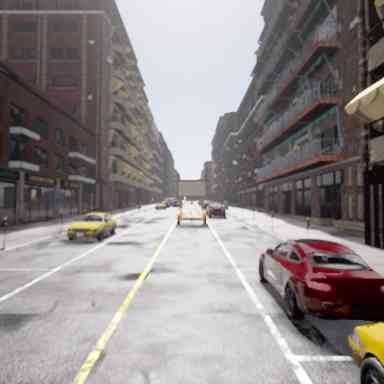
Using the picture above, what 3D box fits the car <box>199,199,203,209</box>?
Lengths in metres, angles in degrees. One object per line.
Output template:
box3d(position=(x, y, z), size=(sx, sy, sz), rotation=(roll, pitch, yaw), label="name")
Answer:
box3d(position=(2.572, 2.252, 56.955), size=(1.887, 1.381, 4.507), rotation=(1, -1, 0), label="car")

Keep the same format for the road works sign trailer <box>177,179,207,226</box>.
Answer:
box3d(position=(-0.016, 0.771, 26.519), size=(2.380, 3.560, 2.880), rotation=(0, -1, 0), label="road works sign trailer")

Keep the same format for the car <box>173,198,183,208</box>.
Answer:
box3d(position=(-2.789, 2.317, 64.686), size=(1.837, 1.490, 4.892), rotation=(0, -1, 1), label="car")

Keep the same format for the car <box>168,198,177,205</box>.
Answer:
box3d(position=(-5.311, 2.509, 90.199), size=(2.192, 1.841, 5.009), rotation=(1, -1, 0), label="car")

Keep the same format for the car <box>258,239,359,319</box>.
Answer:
box3d(position=(2.583, 1.663, 7.187), size=(1.802, 1.307, 4.206), rotation=(1, -1, 0), label="car")

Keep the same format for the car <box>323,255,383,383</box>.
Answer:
box3d(position=(2.585, 1.547, 1.828), size=(1.752, 1.417, 4.829), rotation=(2, -1, 0), label="car")

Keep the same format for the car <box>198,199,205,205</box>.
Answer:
box3d(position=(2.574, 2.633, 90.139), size=(1.967, 1.590, 4.097), rotation=(1, -1, 0), label="car")

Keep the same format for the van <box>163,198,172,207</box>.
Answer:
box3d(position=(-5.307, 2.282, 73.608), size=(1.690, 1.788, 3.998), rotation=(2, -1, 0), label="van")

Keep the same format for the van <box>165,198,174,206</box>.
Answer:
box3d(position=(-5.309, 2.365, 79.140), size=(1.690, 1.788, 3.998), rotation=(1, -1, 0), label="van")

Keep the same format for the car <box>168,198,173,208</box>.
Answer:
box3d(position=(-5.304, 2.099, 62.551), size=(2.192, 1.841, 5.009), rotation=(2, -1, 0), label="car")

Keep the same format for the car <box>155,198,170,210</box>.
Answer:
box3d(position=(-5.308, 2.230, 56.847), size=(1.752, 1.417, 4.829), rotation=(2, -1, 0), label="car")

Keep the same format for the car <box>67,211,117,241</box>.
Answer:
box3d(position=(-5.298, 1.732, 18.143), size=(1.752, 1.417, 4.829), rotation=(2, -1, 0), label="car")

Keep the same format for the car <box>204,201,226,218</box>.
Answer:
box3d(position=(2.577, 1.956, 34.835), size=(1.887, 1.381, 4.507), rotation=(1, -1, 0), label="car")

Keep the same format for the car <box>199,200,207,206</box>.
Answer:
box3d(position=(2.567, 2.568, 79.077), size=(1.887, 1.381, 4.507), rotation=(1, -1, 0), label="car")
